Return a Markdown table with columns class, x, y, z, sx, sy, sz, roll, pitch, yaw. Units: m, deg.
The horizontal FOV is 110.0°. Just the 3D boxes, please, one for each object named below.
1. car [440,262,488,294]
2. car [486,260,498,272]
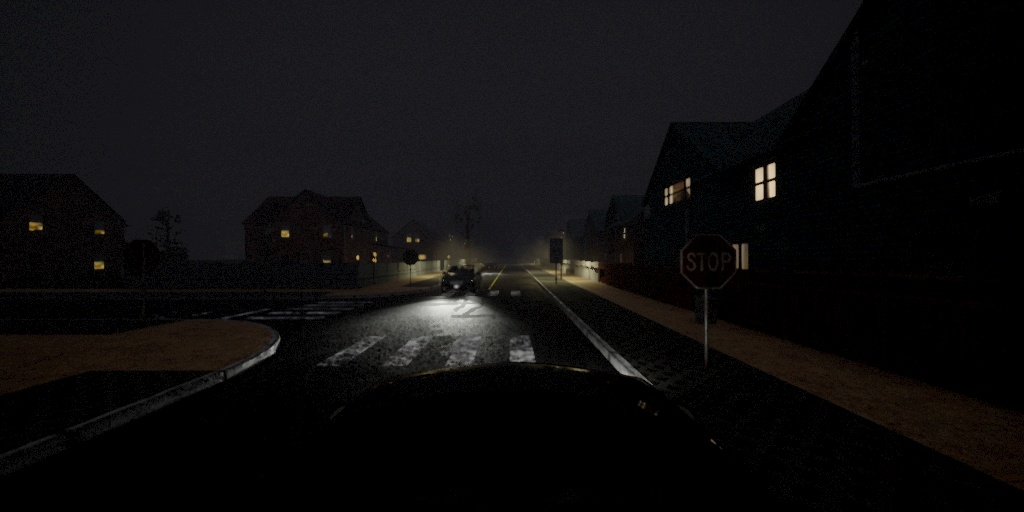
| class | x | y | z | sx | sy | sz | roll | pitch | yaw |
| --- | --- | --- | --- | --- | --- | --- | --- | --- | --- |
| car | -2.748 | 1.243 | 20.181 | 2.128 | 1.511 | 4.902 | 0 | 0 | 0 |
| car | -2.742 | 1.192 | 44.662 | 1.994 | 1.385 | 4.181 | 0 | 0 | 0 |
